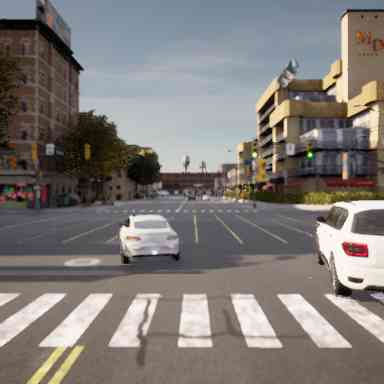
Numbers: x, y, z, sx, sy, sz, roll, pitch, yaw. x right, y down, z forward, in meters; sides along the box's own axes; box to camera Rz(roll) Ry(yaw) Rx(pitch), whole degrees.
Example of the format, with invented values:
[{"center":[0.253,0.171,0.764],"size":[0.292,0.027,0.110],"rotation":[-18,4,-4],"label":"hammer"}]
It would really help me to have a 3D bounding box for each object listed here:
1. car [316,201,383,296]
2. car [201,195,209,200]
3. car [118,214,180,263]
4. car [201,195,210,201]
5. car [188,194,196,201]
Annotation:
[{"center":[4.530,1.227,8.467],"size":[2.150,2.045,5.566],"rotation":[-1,0,16],"label":"car"},{"center":[3.503,1.459,91.702],"size":[2.033,1.411,5.357],"rotation":[0,0,0],"label":"car"},{"center":[-1.647,1.531,12.042],"size":[1.812,1.442,4.674],"rotation":[0,0,-14],"label":"car"},{"center":[3.502,1.548,82.142],"size":[1.812,1.442,4.674],"rotation":[0,0,0],"label":"car"},{"center":[0.002,1.533,82.900],"size":[1.837,1.490,4.892],"rotation":[0,0,0],"label":"car"}]
